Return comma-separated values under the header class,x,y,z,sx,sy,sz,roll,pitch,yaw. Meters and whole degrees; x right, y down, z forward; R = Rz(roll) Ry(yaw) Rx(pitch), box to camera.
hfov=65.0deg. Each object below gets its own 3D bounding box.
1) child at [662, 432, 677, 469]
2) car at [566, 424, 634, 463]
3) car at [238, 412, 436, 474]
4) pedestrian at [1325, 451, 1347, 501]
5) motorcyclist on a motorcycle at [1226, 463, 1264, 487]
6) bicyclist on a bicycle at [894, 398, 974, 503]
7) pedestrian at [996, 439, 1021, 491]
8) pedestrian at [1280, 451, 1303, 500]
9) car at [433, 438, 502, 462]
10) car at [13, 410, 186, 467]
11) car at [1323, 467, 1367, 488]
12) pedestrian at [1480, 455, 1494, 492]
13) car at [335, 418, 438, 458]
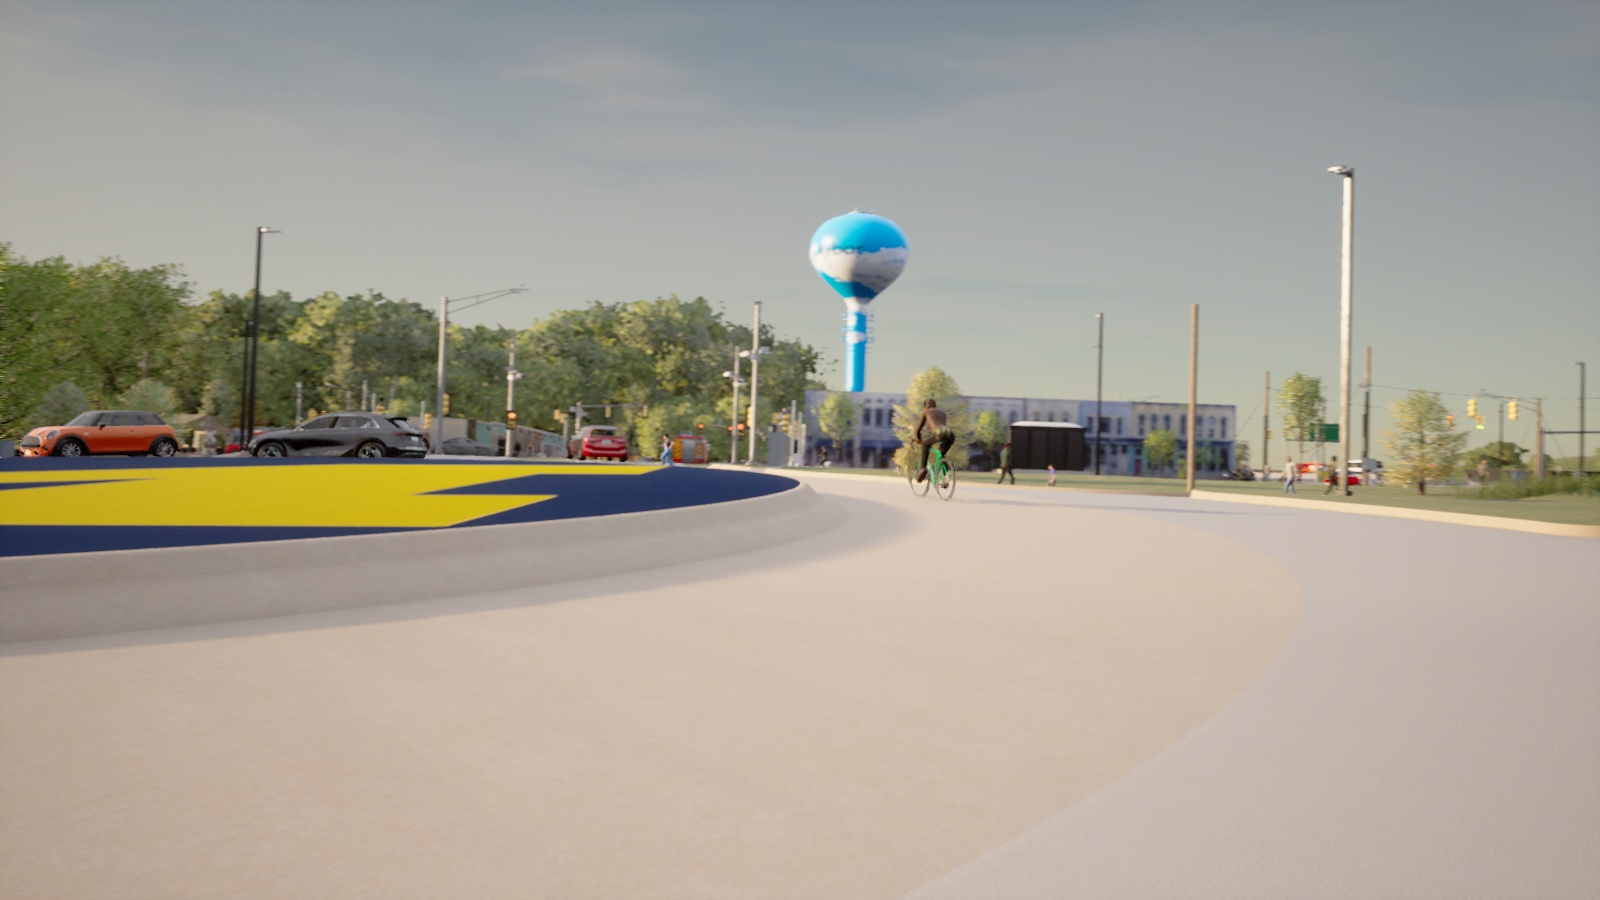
class,x,y,z,sx,sy,sz,roll,pitch,yaw
child,-4.583,0.021,43.971,0.437,1.263,0.270,2,-2,-17
car,-9.434,-0.311,58.930,2.242,1.667,4.611,2,0,-20
car,-13.054,-0.167,35.585,4.856,1.649,2.033,0,-2,5
pedestrian,20.922,1.005,49.019,0.692,1.930,0.396,2,-2,-10
motorcyclist on a motorcycle,28.972,1.640,81.776,2.191,1.530,0.866,1,-2,-1
bicyclist on a bicycle,2.131,-0.002,20.172,0.582,1.620,1.656,1,1,-20
pedestrian,7.885,0.580,47.437,0.788,1.949,0.423,2,-2,-15
pedestrian,18.625,0.982,47.594,0.706,1.836,0.354,2,-2,-3
car,-21.645,-0.005,81.800,4.181,1.385,1.994,2,-2,-12
car,-23.195,-0.407,41.743,2.097,1.767,4.553,1,1,36
car,35.955,1.815,82.880,2.207,1.376,1.481,1,-2,-18
pedestrian,34.639,1.193,63.318,0.345,1.836,0.594,2,-2,-1
car,-17.317,-0.464,52.868,1.882,1.535,5.008,2,-1,11
